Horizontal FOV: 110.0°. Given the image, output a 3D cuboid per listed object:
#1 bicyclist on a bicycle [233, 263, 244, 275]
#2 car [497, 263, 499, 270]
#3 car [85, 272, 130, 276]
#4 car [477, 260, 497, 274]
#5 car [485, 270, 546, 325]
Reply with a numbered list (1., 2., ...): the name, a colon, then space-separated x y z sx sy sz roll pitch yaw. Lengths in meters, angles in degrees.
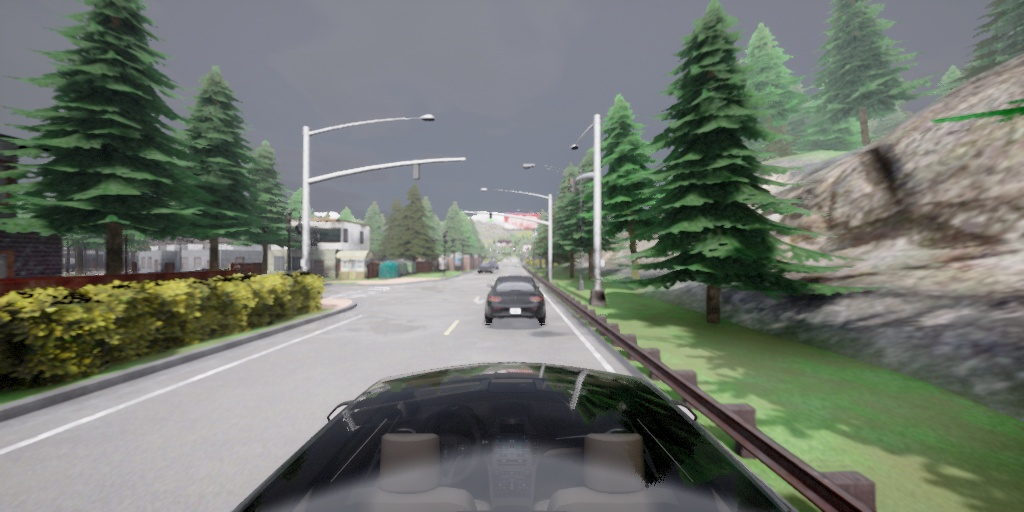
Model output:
1. bicyclist on a bicycle: -23.094 1.437 30.169 0.582 1.620 1.656 0 0 7
2. car: -3.449 1.605 64.010 2.097 1.767 4.553 0 0 1
3. car: -25.751 1.681 23.209 4.718 1.301 1.895 0 0 9
4. car: -3.515 1.670 47.960 2.033 1.411 5.357 0 0 0
5. car: 0.104 1.360 12.114 1.812 1.442 4.674 0 -1 0
